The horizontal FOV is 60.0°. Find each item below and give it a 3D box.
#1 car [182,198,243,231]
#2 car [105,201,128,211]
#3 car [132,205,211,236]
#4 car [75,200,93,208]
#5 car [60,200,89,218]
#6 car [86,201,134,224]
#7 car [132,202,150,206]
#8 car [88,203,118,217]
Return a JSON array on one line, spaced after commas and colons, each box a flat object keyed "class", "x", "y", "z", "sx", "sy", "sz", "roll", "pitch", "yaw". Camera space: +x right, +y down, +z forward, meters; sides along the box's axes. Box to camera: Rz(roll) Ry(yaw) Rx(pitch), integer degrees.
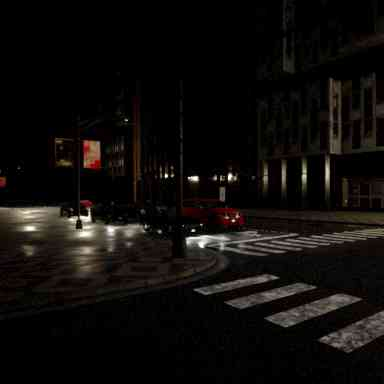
[{"class": "car", "x": 1.008, "y": 1.455, "z": 22.774, "sx": 2.150, "sy": 2.045, "sz": 5.566, "roll": 0, "pitch": -1, "yaw": -34}, {"class": "car", "x": -11.867, "y": 2.188, "z": 52.225, "sx": 1.994, "sy": 1.385, "sz": 4.181, "roll": 0, "pitch": -1, "yaw": -36}, {"class": "car", "x": -1.476, "y": 1.793, "z": 20.617, "sx": 2.033, "sy": 1.411, "sz": 5.357, "roll": 0, "pitch": -1, "yaw": -36}, {"class": "car", "x": -21.173, "y": 2.318, "z": 65.217, "sx": 1.882, "sy": 1.535, "sz": 5.008, "roll": 0, "pitch": -1, "yaw": -36}, {"class": "car", "x": -13.077, "y": 1.867, "z": 36.840, "sx": 2.097, "sy": 1.767, "sz": 4.553, "roll": 0, "pitch": -1, "yaw": -35}, {"class": "car", "x": -7.167, "y": 1.856, "z": 28.568, "sx": 1.882, "sy": 1.535, "sz": 5.008, "roll": 0, "pitch": -1, "yaw": -36}, {"class": "car", "x": -4.647, "y": 1.717, "z": 30.639, "sx": 2.097, "sy": 1.767, "sz": 4.553, "roll": 0, "pitch": -1, "yaw": -36}, {"class": "car", "x": -10.430, "y": 2.025, "z": 38.724, "sx": 1.812, "sy": 1.442, "sz": 4.674, "roll": 0, "pitch": -1, "yaw": -35}]
